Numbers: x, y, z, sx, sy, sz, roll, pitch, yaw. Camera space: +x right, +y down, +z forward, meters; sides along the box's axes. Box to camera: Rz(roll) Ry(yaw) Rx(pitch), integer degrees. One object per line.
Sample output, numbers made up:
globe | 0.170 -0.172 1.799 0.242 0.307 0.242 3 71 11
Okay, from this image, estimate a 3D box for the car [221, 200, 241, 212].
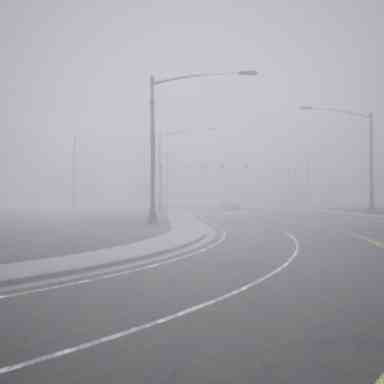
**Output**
car | 5.092 1.785 43.744 1.812 1.442 4.674 0 -1 -5
